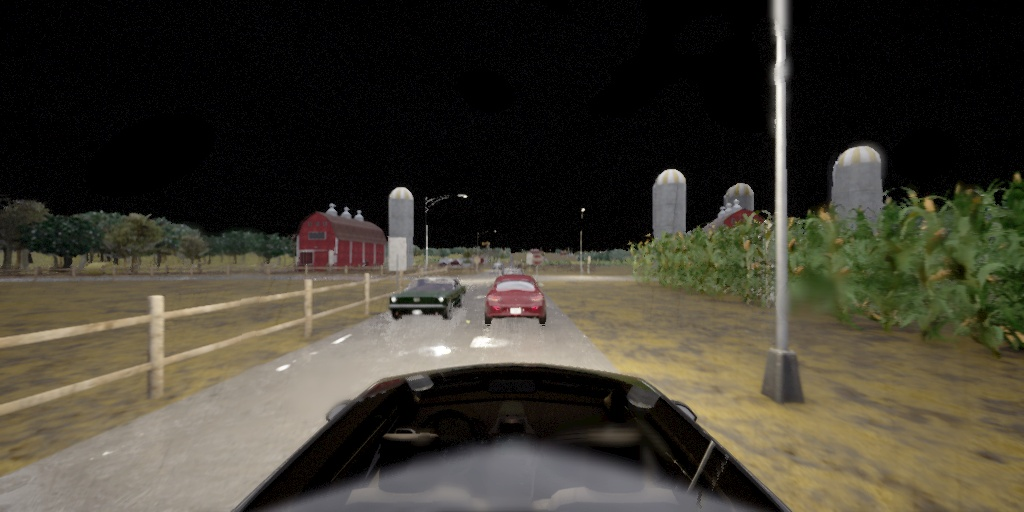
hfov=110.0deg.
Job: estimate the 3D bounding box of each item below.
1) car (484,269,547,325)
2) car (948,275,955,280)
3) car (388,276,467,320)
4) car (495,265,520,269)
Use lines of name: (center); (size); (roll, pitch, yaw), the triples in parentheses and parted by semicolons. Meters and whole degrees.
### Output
car: (0.100, 1.326, 11.913); (1.812, 1.442, 4.674); (0, -1, 0)
car: (44.305, 1.926, 36.700); (4.553, 1.767, 2.097); (1, 0, 1)
car: (-2.849, 1.407, 12.985); (1.895, 1.301, 4.718); (0, 0, 0)
car: (-0.049, 1.520, 26.125); (1.895, 1.301, 4.718); (0, -1, -3)
